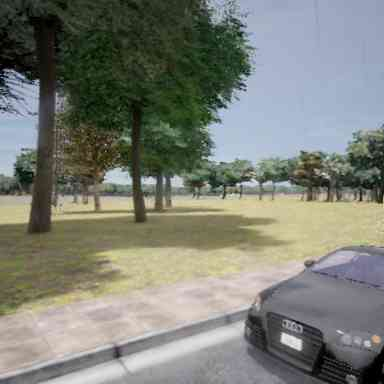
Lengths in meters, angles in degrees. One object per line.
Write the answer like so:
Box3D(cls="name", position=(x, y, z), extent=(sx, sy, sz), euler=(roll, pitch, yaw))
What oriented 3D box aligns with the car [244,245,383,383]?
Box3D(cls="car", position=(2.785, 1.567, 5.054), extent=(4.181, 1.385, 1.994), euler=(0, 0, -35))
